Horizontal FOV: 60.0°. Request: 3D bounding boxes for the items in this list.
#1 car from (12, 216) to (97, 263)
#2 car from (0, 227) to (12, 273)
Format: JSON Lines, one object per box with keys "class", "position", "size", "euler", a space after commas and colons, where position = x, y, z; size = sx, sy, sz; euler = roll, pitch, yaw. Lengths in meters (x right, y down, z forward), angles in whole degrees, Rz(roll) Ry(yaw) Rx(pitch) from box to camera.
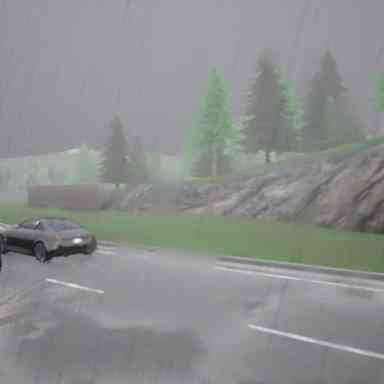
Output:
{"class": "car", "position": [-5.391, 1.590, 12.194], "size": [4.181, 1.385, 1.994], "euler": [0, 0, 37]}
{"class": "car", "position": [-7.224, 1.377, 9.216], "size": [4.553, 1.767, 2.097], "euler": [0, 0, 36]}
